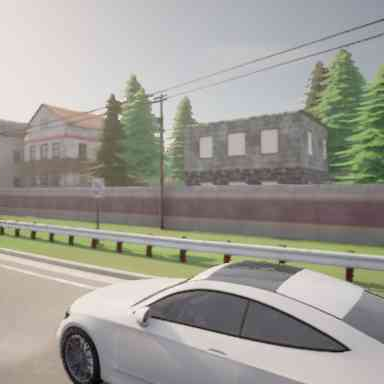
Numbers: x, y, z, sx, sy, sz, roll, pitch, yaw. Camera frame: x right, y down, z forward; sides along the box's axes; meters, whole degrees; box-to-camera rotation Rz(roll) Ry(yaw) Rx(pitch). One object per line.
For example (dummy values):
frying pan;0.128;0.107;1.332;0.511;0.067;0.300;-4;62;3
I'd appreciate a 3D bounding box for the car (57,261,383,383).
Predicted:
car;0.489;1.525;3.627;4.674;1.442;1.812;0;0;35
